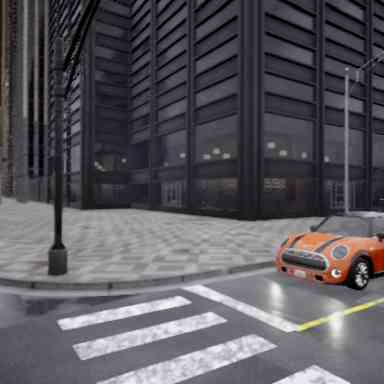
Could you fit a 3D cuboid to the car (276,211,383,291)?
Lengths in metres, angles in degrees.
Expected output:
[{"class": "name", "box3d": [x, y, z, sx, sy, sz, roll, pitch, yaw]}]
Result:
[{"class": "car", "box3d": [4.453, 1.357, 9.154, 4.553, 1.767, 2.097, 0, 0, -33]}]
